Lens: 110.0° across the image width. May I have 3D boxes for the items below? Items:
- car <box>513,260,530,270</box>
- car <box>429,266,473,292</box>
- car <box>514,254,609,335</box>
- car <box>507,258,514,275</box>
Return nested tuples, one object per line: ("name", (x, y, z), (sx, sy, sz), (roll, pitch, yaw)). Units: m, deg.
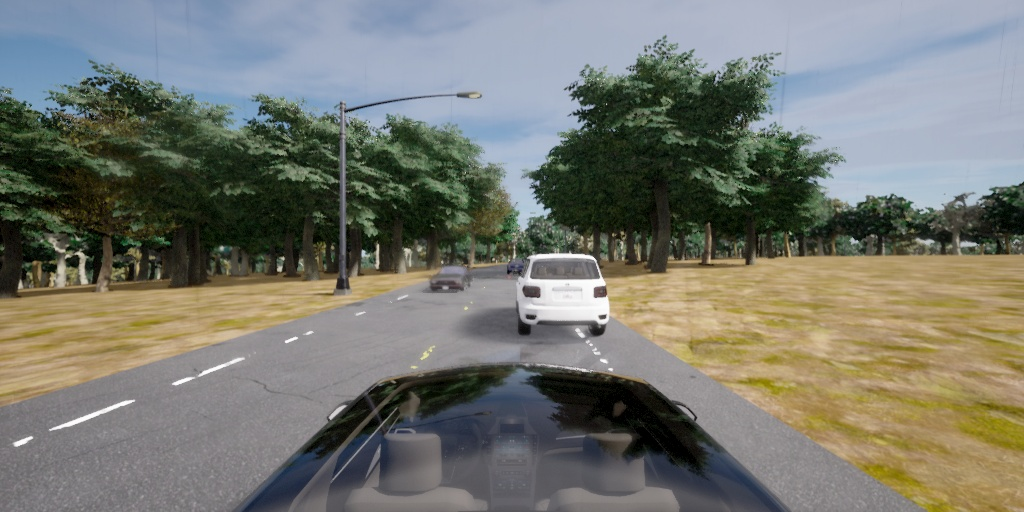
("car", (1.406, 1.204, 49.275), (1.895, 1.301, 4.718), (0, 0, 7))
("car", (-3.456, 1.274, 21.337), (2.033, 1.411, 5.357), (0, 0, 0))
("car", (1.230, 0.968, 10.610), (2.150, 2.045, 5.566), (0, 0, 0))
("car", (0.640, 1.013, 39.122), (2.097, 1.767, 4.553), (0, 0, 4))
